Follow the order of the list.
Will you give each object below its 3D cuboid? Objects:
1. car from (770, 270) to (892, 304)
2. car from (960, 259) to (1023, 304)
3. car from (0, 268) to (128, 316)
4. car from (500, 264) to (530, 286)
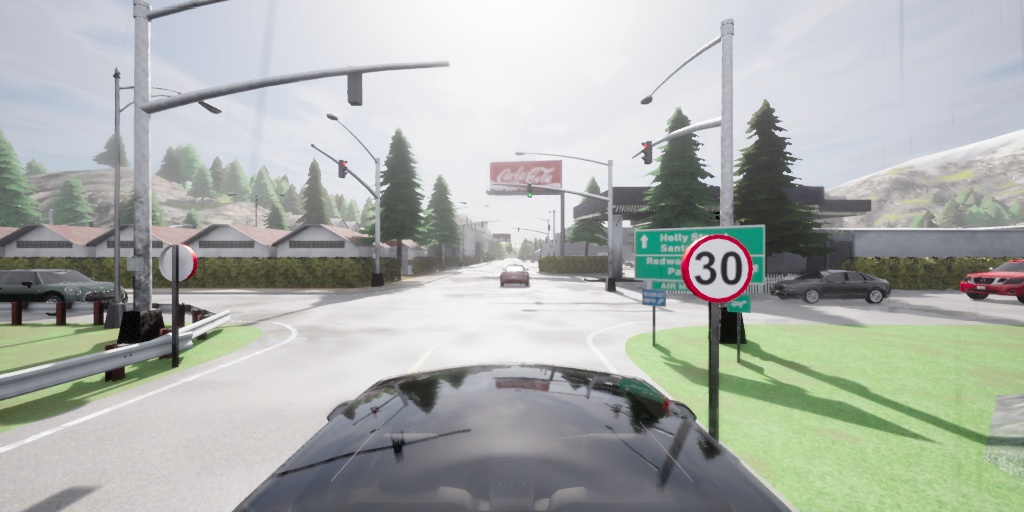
[{"bbox_3d":[15.201,1.448,17.247,4.892,1.490,1.837,0,0,1],"label":"car"},{"bbox_3d":[25.171,1.165,17.116,5.566,2.045,2.150,0,0,0],"label":"car"},{"bbox_3d":[-17.996,1.295,13.988,4.553,1.767,2.097,0,0,1],"label":"car"},{"bbox_3d":[0.238,1.316,25.241,1.994,1.385,4.181,0,0,3],"label":"car"}]
